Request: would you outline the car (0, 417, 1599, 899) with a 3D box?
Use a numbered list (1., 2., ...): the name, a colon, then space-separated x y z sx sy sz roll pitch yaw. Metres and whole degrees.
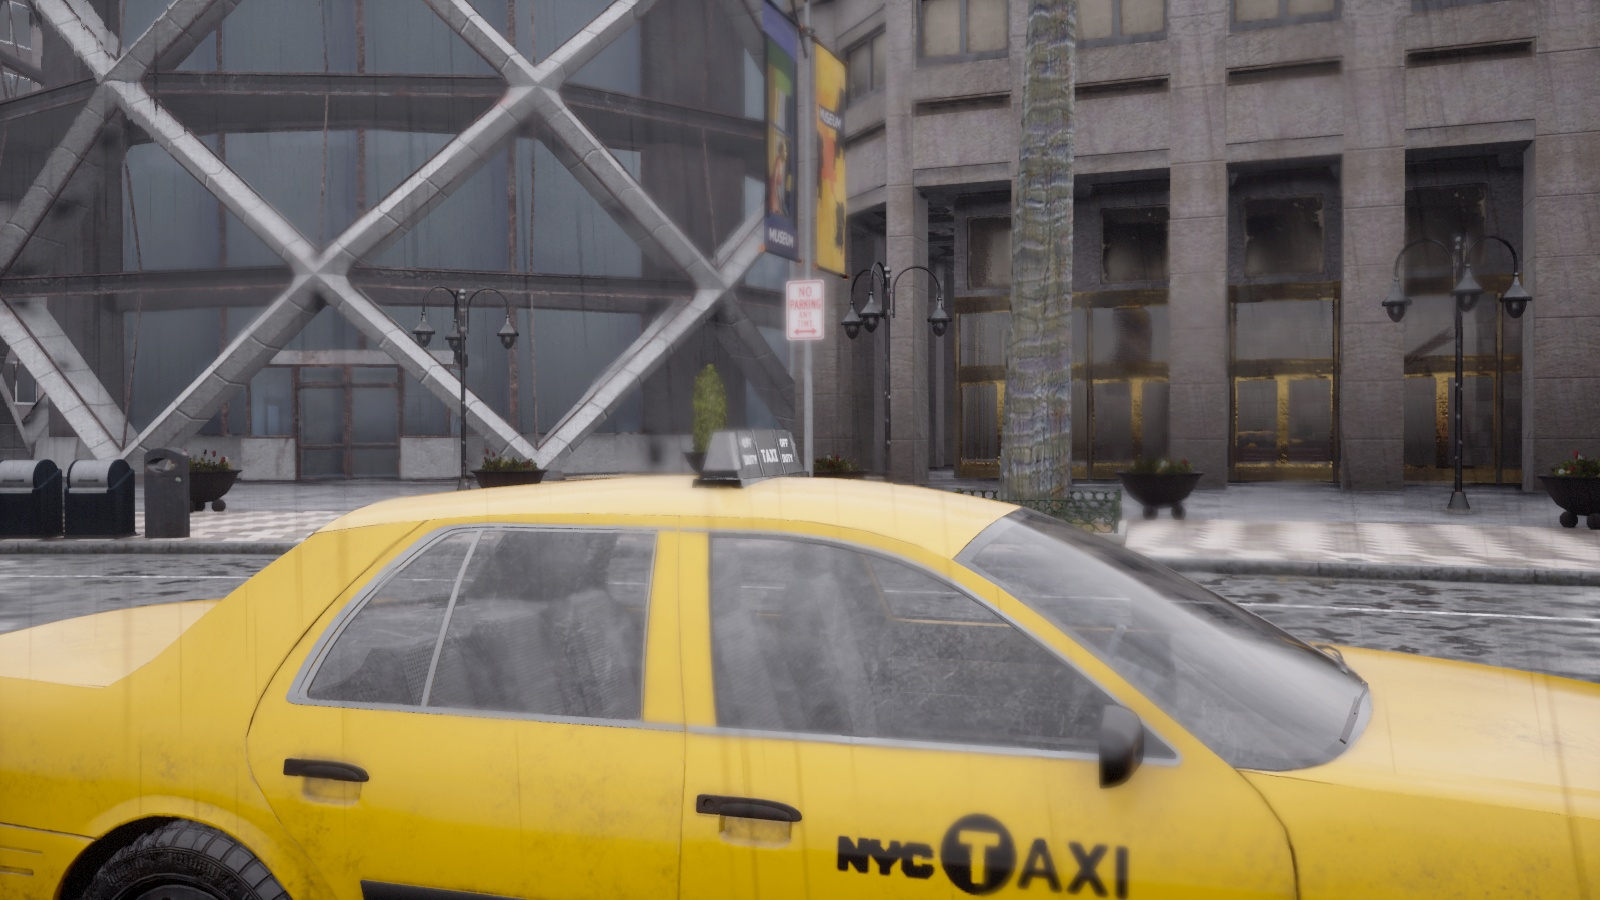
1. car: -0.018 0.713 3.262 5.366 1.575 1.801 0 1 17
